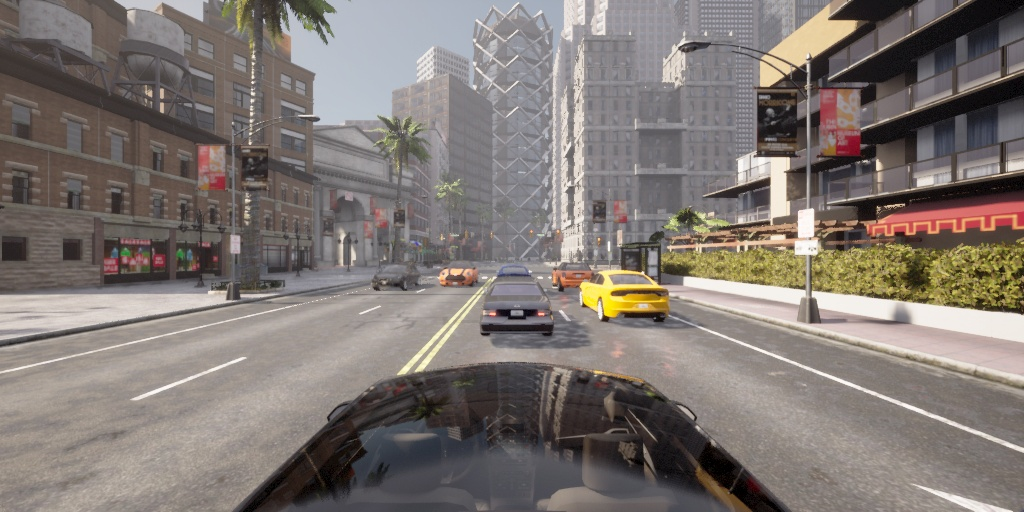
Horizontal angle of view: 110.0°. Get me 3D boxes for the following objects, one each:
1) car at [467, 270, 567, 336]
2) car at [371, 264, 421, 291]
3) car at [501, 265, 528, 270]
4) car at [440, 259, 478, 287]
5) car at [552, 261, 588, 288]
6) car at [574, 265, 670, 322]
[{"bbox_3d":[0.108,1.297,10.386,2.033,1.411,5.357,0,0,0],"label":"car"},{"bbox_3d":[-7.015,1.257,22.186,1.837,1.490,4.892,0,-1,1],"label":"car"},{"bbox_3d":[0.116,1.228,20.173,1.882,1.535,5.008,0,0,0],"label":"car"},{"bbox_3d":[-3.492,1.101,24.331,2.097,1.767,4.553,0,0,0],"label":"car"},{"bbox_3d":[3.617,1.102,21.572,2.097,1.767,4.553,0,0,0],"label":"car"},{"bbox_3d":[3.614,1.228,12.358,1.882,1.535,5.008,0,0,0],"label":"car"}]
